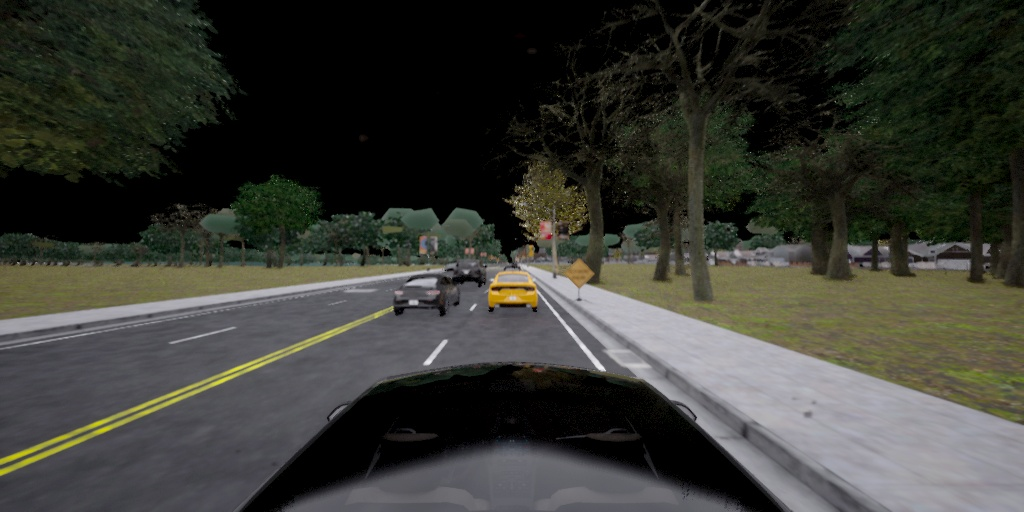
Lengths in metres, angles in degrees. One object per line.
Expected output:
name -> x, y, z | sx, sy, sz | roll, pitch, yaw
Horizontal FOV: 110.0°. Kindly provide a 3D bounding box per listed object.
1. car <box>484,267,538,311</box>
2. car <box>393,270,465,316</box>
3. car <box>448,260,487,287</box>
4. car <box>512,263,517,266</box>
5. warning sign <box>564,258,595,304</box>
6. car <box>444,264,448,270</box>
car -> 0.053, 1.391, 15.396 | 1.882, 1.535, 5.008 | 0, 0, 0
car -> -3.206, 1.425, 14.122 | 1.812, 1.442, 4.674 | 0, -1, 1
car -> -3.215, 1.293, 28.066 | 2.150, 2.045, 5.566 | 0, 0, 1
car -> 0.044, 1.590, 29.212 | 1.837, 1.490, 4.892 | 0, 0, 0
warning sign -> 2.849, 1.026, 15.218 | 1.300, 1.860, 1.060 | 0, 0, 0
car -> -9.812, 1.954, 58.572 | 1.837, 1.490, 4.892 | 0, -1, 0
